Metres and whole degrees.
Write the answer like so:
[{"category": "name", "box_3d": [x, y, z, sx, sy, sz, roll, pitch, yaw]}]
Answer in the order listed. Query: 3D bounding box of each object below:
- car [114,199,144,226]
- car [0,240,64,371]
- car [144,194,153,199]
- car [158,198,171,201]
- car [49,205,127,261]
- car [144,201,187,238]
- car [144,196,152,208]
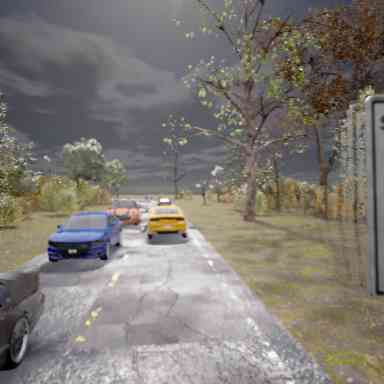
[{"category": "car", "box_3d": [-4.815, 1.409, 23.919, 2.097, 1.767, 4.553, -1, 0, -5]}, {"category": "car", "box_3d": [-3.026, 1.594, 2.973, 2.033, 1.411, 5.357, -1, 0, -5]}, {"category": "car", "box_3d": [-10.350, 1.215, 78.460, 1.837, 1.490, 4.892, -1, 0, -14]}, {"category": "car", "box_3d": [-3.894, 1.603, 47.594, 1.994, 1.385, 4.181, -1, 0, -5]}, {"category": "car", "box_3d": [-3.854, 1.528, 12.650, 1.882, 1.535, 5.008, -1, 0, -5]}, {"category": "car", "box_3d": [-1.363, 1.482, 17.986, 1.882, 1.535, 5.008, -1, 0, -5]}, {"category": "car", "box_3d": [-6.031, 1.517, 39.142, 1.812, 1.442, 4.674, -1, 0, -5]}]
